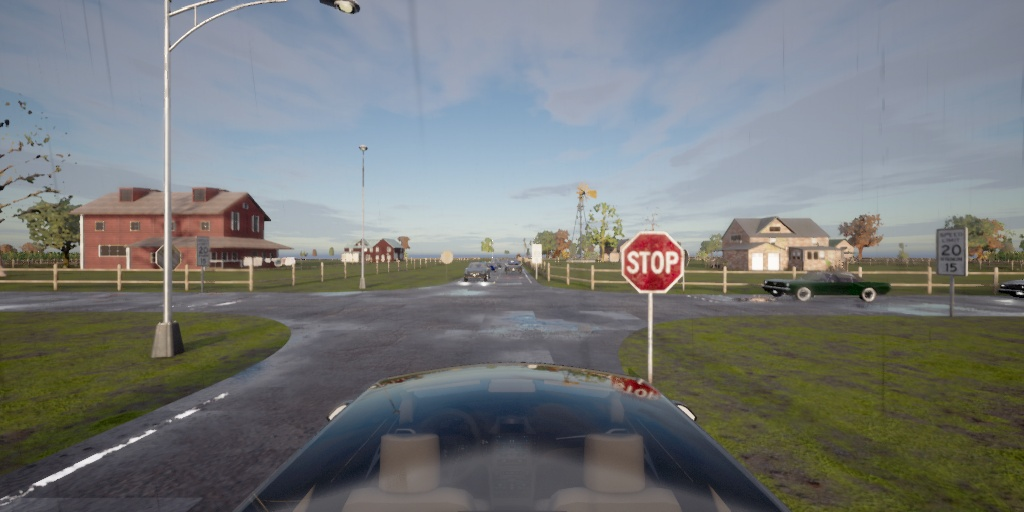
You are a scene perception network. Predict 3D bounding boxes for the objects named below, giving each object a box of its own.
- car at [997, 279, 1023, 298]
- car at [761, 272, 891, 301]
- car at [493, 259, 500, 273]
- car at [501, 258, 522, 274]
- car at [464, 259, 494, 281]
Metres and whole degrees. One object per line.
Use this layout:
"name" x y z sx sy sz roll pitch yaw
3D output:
"car" 26.624 1.390 16.870 5.357 1.411 2.033 0 0 1
"car" 14.680 1.397 16.988 4.718 1.301 1.895 0 0 1
"car" -2.759 1.334 43.323 1.895 1.301 4.718 0 0 1
"car" 0.177 1.226 40.922 2.128 1.511 4.902 0 0 0
"car" -2.822 1.245 29.987 1.837 1.490 4.892 0 0 2
